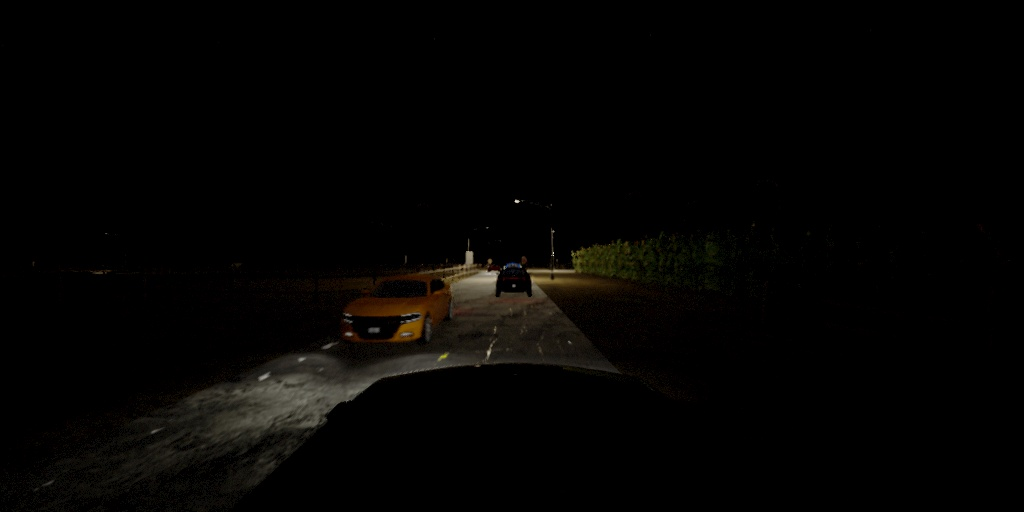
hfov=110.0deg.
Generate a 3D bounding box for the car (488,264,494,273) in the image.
[{"bbox_3d":[-2.765,1.922,55.773,1.895,1.301,4.718,0,-1,0],"label":"car"}]

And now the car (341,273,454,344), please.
[{"bbox_3d":[-2.852,1.273,9.899,1.882,1.535,5.008,0,0,0],"label":"car"}]

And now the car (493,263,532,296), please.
[{"bbox_3d":[0.093,1.356,20.369,1.882,1.535,5.008,0,-1,0],"label":"car"}]
